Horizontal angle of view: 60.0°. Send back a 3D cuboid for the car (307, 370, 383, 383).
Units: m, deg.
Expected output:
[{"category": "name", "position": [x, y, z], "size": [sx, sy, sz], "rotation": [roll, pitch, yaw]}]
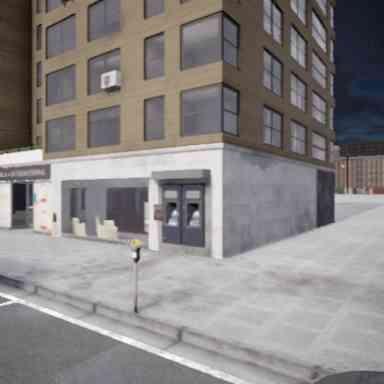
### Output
[{"category": "car", "position": [2.423, 1.551, 1.158], "size": [4.403, 1.369, 2.008], "rotation": [0, 0, 36]}]
